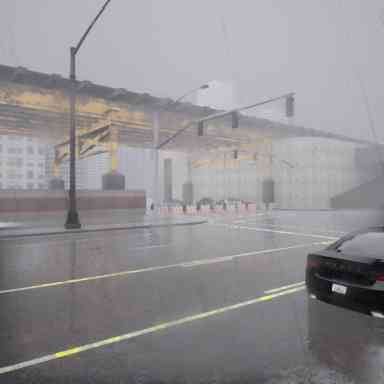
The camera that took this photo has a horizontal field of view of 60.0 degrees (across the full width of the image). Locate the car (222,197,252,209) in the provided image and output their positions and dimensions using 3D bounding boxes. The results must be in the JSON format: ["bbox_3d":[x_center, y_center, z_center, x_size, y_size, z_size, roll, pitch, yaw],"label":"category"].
[{"bbox_3d":[5.538,1.295,43.743,4.536,1.218,1.853,0,0,-7],"label":"car"}]

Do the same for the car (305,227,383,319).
[{"bbox_3d":[4.486,1.478,7.043,5.008,1.535,1.882,0,0,-36],"label":"car"}]

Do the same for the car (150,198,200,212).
[{"bbox_3d":[-2.010,1.453,37.240,4.974,1.542,2.038,0,0,8],"label":"car"}]

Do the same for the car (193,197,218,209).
[{"bbox_3d":[1.727,1.295,40.006,1.853,1.218,4.536,0,0,18],"label":"car"}]

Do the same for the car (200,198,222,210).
[{"bbox_3d":[1.712,1.453,39.957,2.038,1.542,4.974,0,0,18],"label":"car"}]

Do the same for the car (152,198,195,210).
[{"bbox_3d":[-2.061,1.295,37.246,4.536,1.218,1.853,0,0,8],"label":"car"}]

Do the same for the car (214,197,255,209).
[{"bbox_3d":[5.590,1.453,43.750,4.974,1.542,2.038,0,0,-7],"label":"car"}]

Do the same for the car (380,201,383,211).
[{"bbox_3d":[24.243,1.491,39.771,4.902,1.511,2.128,0,0,-37],"label":"car"}]
